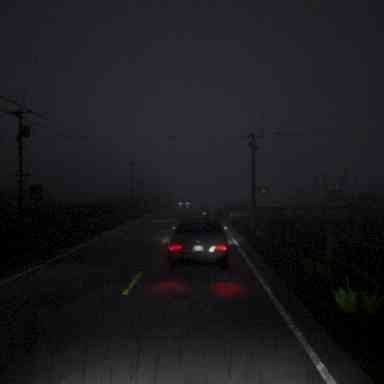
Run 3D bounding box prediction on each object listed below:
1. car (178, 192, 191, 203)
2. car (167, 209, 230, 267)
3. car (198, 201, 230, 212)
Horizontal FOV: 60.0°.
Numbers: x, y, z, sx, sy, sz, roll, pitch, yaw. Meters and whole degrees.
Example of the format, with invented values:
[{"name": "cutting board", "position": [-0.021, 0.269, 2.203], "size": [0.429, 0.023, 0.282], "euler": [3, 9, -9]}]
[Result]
[{"name": "car", "position": [-1.623, 1.401, 68.019], "size": [1.837, 1.490, 4.892], "euler": [0, 1, 1]}, {"name": "car", "position": [0.250, 1.531, 11.276], "size": [2.033, 1.411, 5.357], "euler": [0, 0, 2]}, {"name": "car", "position": [1.882, 1.481, 28.903], "size": [1.812, 1.442, 4.674], "euler": [-1, 0, 21]}]
